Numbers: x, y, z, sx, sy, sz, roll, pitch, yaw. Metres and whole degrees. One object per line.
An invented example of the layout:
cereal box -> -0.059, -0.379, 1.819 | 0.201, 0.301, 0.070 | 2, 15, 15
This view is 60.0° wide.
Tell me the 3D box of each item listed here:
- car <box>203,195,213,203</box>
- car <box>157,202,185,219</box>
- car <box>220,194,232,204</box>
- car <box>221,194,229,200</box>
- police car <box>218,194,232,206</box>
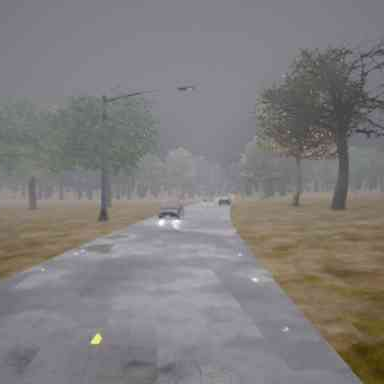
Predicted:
car -> 3.430, 1.499, 70.613 | 1.837, 1.490, 4.892 | 0, 0, 8
car -> -1.730, 1.586, 29.552 | 2.033, 1.411, 5.357 | 0, 0, 5
car -> 6.775, 1.375, 66.159 | 2.097, 1.767, 4.553 | 0, 0, 8
car -> 8.956, 1.413, 90.197 | 2.128, 1.511, 4.902 | 0, 0, 8
police car -> 5.486, 1.453, 56.381 | 1.930, 1.638, 5.238 | 0, 0, 8
